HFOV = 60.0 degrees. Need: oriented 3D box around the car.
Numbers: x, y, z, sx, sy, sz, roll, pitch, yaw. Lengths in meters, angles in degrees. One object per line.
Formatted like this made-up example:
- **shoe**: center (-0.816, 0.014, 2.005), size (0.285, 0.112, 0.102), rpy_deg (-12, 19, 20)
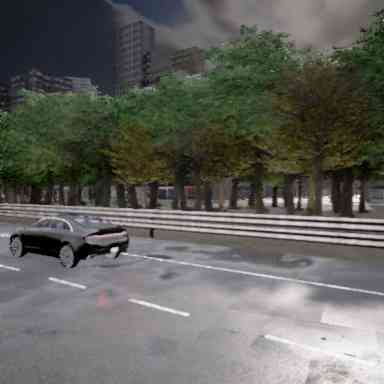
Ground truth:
- **car**: center (-4.255, 1.495, 11.209), size (4.902, 1.511, 2.128), rpy_deg (0, 0, 36)
